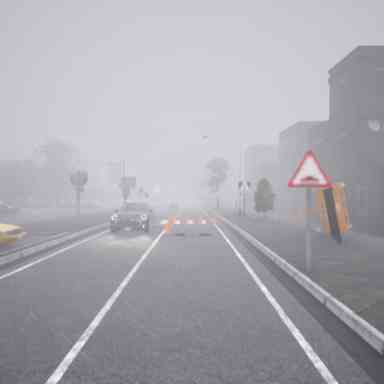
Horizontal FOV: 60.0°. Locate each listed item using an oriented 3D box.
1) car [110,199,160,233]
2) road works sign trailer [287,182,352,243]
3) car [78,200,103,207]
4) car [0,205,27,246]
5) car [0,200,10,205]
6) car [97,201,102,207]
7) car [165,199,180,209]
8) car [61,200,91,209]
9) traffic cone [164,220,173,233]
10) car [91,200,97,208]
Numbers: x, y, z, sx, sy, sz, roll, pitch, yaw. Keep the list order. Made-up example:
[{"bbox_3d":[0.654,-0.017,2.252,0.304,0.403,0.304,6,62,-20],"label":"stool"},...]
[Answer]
[{"bbox_3d":[-3.336,1.357,19.524,2.097,1.767,4.553,0,-1,0],"label":"car"},{"bbox_3d":[5.681,0.833,14.536,2.880,2.380,3.560,-10,-3,13],"label":"road works sign trailer"},{"bbox_3d":[-21.776,2.542,71.512,4.674,1.452,2.002,0,-1,0],"label":"car"},{"bbox_3d":[-9.369,1.425,12.935,5.366,1.575,1.946,0,0,0],"label":"car"},{"bbox_3d":[-21.891,1.764,34.317,4.674,1.452,2.002,0,-1,0],"label":"car"},{"bbox_3d":[-21.798,2.435,68.365,5.008,1.535,2.097,0,-1,0],"label":"car"},{"bbox_3d":[-3.172,2.372,60.509,2.033,1.411,5.357,0,-1,1],"label":"car"},{"bbox_3d":[-21.816,2.338,61.817,4.674,1.452,2.002,0,-1,0],"label":"car"},{"bbox_3d":[-1.371,1.945,18.196,0.340,0.580,0.340,0,-1,0],"label":"traffic cone"},{"bbox_3d":[-21.800,2.368,65.093,4.892,1.521,2.231,0,-1,0],"label":"car"}]
